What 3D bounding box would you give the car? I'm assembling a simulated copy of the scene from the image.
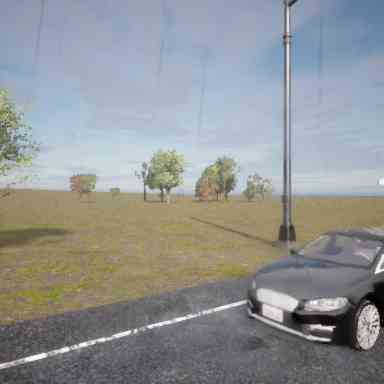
[{"bbox_3d":[3.162,1.492,6.262,4.902,1.511,2.128,0,0,-36],"label":"car"}]
